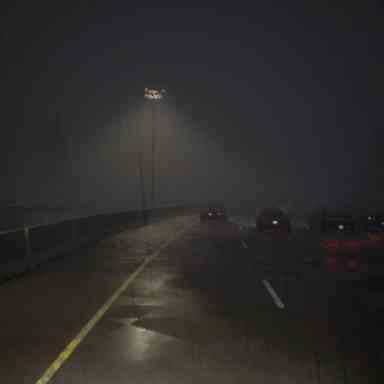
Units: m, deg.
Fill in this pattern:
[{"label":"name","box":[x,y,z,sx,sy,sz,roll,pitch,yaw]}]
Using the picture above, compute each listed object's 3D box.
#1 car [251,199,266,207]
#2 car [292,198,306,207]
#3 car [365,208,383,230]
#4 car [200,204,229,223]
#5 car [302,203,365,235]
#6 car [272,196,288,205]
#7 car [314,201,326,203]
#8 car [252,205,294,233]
[{"label":"car","box":[12.294,1.977,61.424,1.882,1.535,5.008,0,-1,24]},{"label":"car","box":[19.230,1.918,59.523,2.097,1.767,4.553,1,0,24]},{"label":"car","box":[12.309,1.801,23.020,1.812,1.442,4.674,0,-1,9]},{"label":"car","box":[1.900,1.730,27.332,2.033,1.411,5.357,0,0,12]},{"label":"car","box":[8.431,1.707,20.392,2.128,1.511,4.902,0,0,9]},{"label":"car","box":[16.346,1.769,61.752,2.150,2.045,5.566,0,0,24]},{"label":"car","box":[21.968,2.146,56.939,1.994,1.385,4.181,0,0,23]},{"label":"car","box":[5.104,1.747,21.299,1.994,1.385,4.181,1,0,8]}]
